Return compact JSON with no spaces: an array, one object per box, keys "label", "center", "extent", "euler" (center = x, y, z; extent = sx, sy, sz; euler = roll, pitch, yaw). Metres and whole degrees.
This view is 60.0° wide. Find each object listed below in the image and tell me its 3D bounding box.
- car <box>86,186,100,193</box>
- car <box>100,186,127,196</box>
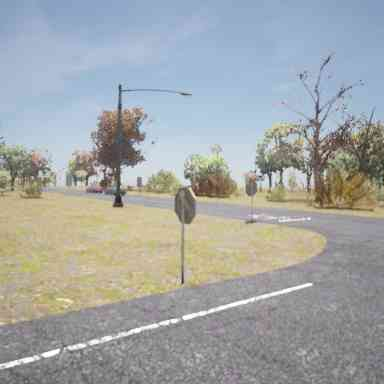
[{"label":"car","center":[-17.654,-0.477,59.905],"extent":[1.994,1.385,4.181],"euler":[0,2,-36]},{"label":"car","center":[-12.047,-0.185,52.122],"extent":[2.033,1.411,5.357],"euler":[0,2,-36]}]
